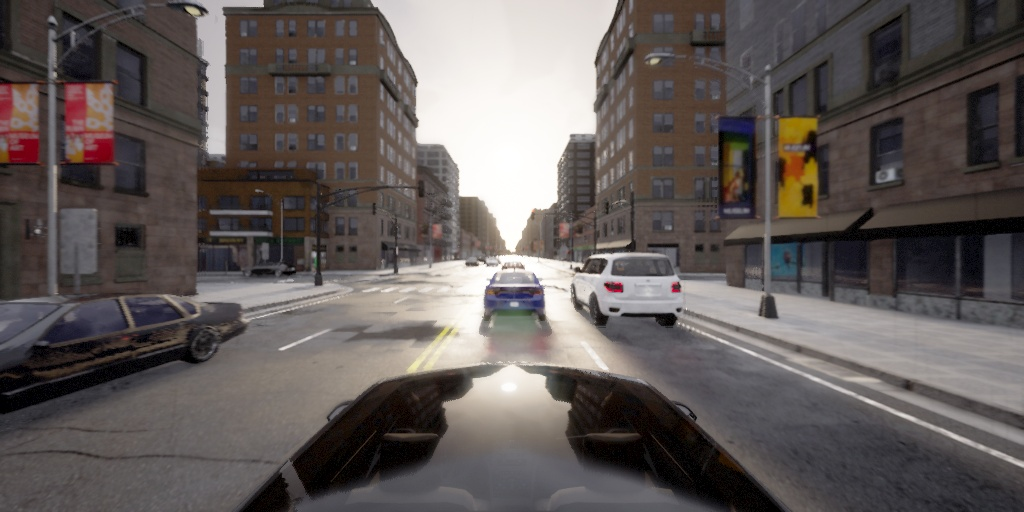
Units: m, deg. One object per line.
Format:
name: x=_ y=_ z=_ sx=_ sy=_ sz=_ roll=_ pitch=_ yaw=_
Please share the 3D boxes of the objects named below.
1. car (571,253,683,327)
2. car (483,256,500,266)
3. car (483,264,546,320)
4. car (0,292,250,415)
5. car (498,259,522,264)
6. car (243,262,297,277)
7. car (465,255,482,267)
car: x=3.337 y=0.933 z=11.478 sx=2.150 sy=2.045 sz=5.566 roll=0 pitch=0 yaw=0
car: x=-3.286 y=1.043 z=59.001 sx=1.812 sy=1.442 sz=4.674 roll=0 pitch=0 yaw=0
car: x=0.085 y=1.186 z=12.382 sx=1.882 sy=1.535 sz=5.008 roll=0 pitch=0 yaw=0
car: x=-6.583 y=1.284 z=5.325 sx=2.033 sy=1.411 sz=5.357 roll=0 pitch=0 yaw=0
car: x=0.099 y=1.120 z=30.112 sx=1.882 sy=1.535 sz=5.008 roll=0 pitch=0 yaw=0
car: x=-22.116 y=1.207 z=32.859 sx=4.313 sy=1.339 sz=1.948 roll=0 pitch=0 yaw=0
car: x=-6.537 y=0.995 z=59.046 sx=1.882 sy=1.535 sz=5.008 roll=0 pitch=0 yaw=1
